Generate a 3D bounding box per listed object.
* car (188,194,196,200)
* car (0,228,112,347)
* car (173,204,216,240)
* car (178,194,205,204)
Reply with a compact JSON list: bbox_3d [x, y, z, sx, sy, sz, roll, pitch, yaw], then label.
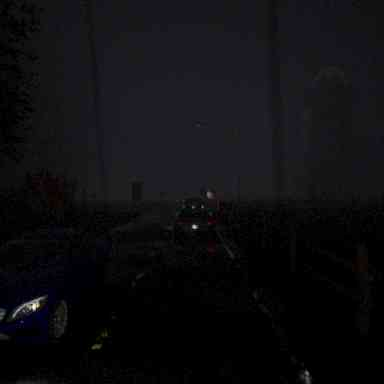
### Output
[{"bbox_3d":[0.002,1.291,88.118,2.033,1.411,5.357,0,0,0],"label":"car"},{"bbox_3d":[-2.849,1.501,6.488,1.812,1.442,4.674,0,0,0],"label":"car"},{"bbox_3d":[0.107,1.503,16.640,1.994,1.385,4.181,0,0,0],"label":"car"},{"bbox_3d":[0.058,1.250,29.208,2.097,1.767,4.553,0,0,-1],"label":"car"}]
